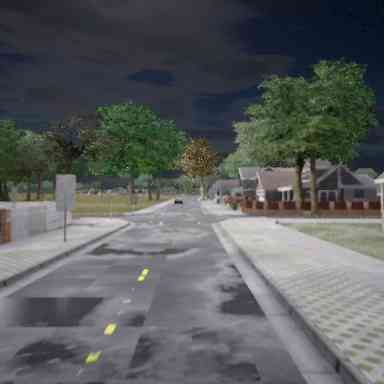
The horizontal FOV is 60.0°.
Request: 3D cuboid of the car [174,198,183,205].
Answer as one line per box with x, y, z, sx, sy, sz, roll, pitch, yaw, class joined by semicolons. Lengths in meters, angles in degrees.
-2.713;1.962;66.986;1.895;1.301;4.718;0;0;0;car
